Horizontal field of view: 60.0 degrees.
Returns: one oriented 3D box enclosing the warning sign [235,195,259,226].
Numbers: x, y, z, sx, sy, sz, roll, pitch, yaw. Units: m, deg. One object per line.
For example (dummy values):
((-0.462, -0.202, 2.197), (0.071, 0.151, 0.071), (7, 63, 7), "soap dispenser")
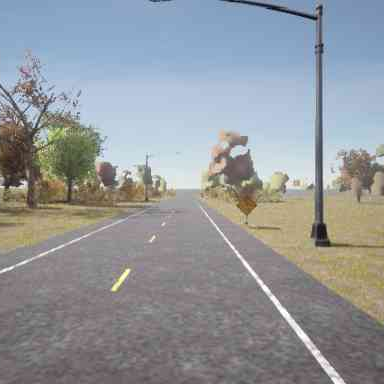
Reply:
((3.374, 1.110, 20.588), (1.300, 1.860, 1.060), (0, 0, -1), "warning sign")
